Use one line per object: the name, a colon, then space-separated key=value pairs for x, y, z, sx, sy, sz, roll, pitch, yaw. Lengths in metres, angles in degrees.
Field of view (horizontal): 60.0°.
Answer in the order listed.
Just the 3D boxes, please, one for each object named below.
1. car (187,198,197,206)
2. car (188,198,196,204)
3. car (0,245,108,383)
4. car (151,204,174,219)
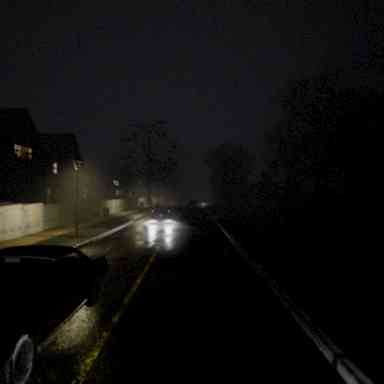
car: x=-0.022 y=1.965 z=65.871 sx=2.033 sy=1.411 sz=5.357 roll=0 pitch=0 yaw=0
car: x=-0.025 y=1.968 z=76.330 sx=1.895 sy=1.301 sz=4.718 roll=0 pitch=0 yaw=0
car: x=-2.845 y=1.635 z=5.387 sx=1.895 sy=1.301 sz=4.718 roll=0 pitch=0 yaw=0
car: x=-2.774 y=1.800 z=31.902 sx=1.895 sy=1.301 sz=4.718 roll=0 pitch=0 yaw=0
